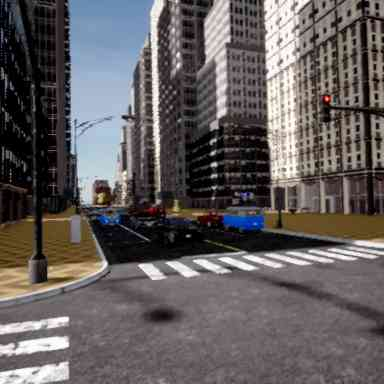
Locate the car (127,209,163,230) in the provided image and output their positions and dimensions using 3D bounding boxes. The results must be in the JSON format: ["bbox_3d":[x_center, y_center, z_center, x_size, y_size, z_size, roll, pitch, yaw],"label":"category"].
[{"bbox_3d":[-4.217,2.486,29.335,1.812,1.442,4.674,-1,-2,-19],"label":"car"}]

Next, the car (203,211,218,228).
[{"bbox_3d":[1.843,2.376,29.554,1.887,1.381,4.507,0,-2,-19],"label":"car"}]

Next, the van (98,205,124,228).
[{"bbox_3d":[-7.887,2.460,32.124,1.690,1.788,3.998,0,-2,-19],"label":"van"}]

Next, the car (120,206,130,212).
[{"bbox_3d":[-17.636,4.372,87.431,1.752,1.417,4.829,0,-2,-19],"label":"car"}]

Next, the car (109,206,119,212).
[{"bbox_3d":[-21.016,4.484,89.033,2.128,1.511,4.902,-1,-2,-19],"label":"car"}]

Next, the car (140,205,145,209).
[{"bbox_3d":[-6.998,3.291,55.782,1.887,1.381,4.507,0,-2,-19],"label":"car"}]

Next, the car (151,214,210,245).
[{"bbox_3d":[-0.815,2.170,19.206,1.994,1.385,4.181,-1,-2,-19],"label":"car"}]

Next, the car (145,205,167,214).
[{"bbox_3d":[-5.238,2.879,50.541,2.192,1.841,5.009,0,-2,-19],"label":"car"}]

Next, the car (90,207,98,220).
[{"bbox_3d":[-13.175,3.234,47.861,1.947,1.339,4.313,0,-2,-19],"label":"car"}]

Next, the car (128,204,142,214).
[{"bbox_3d":[-12.294,3.609,71.533,2.192,1.841,5.009,0,-2,-19],"label":"car"}]

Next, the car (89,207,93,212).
[{"bbox_3d":[-14.939,3.402,53.108,2.008,1.369,4.403,0,-2,-19],"label":"car"}]

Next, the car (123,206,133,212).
[{"bbox_3d":[-15.818,4.210,82.022,2.008,1.369,4.403,0,-2,-19],"label":"car"}]

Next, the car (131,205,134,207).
[{"bbox_3d":[-10.525,3.678,66.278,1.947,1.339,4.313,0,-2,-19],"label":"car"}]

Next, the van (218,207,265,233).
[{"bbox_3d":[3.689,1.988,24.342,1.690,1.788,3.998,0,-2,-19],"label":"van"}]

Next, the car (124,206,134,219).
[{"bbox_3d":[-9.746,3.086,45.908,2.033,1.411,5.357,-1,-2,-18],"label":"car"}]

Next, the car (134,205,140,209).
[{"bbox_3d":[-8.766,3.245,61.038,2.192,1.841,5.009,0,-2,-19],"label":"car"}]
